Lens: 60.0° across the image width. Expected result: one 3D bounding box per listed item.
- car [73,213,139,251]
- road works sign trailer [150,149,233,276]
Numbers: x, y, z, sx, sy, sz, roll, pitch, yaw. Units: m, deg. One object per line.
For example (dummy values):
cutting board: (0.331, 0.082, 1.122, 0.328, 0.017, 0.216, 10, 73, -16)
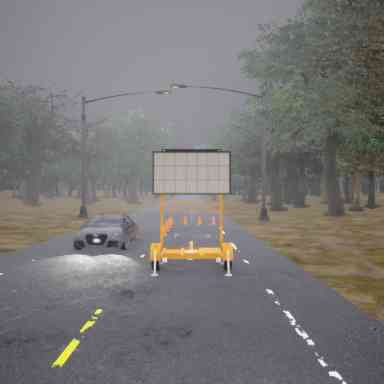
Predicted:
car: (-3.493, 1.580, 14.132, 1.994, 1.385, 4.181, 0, 0, 0)
road works sign trailer: (-0.010, 0.476, 10.359, 2.380, 3.560, 2.880, 0, 0, 0)
